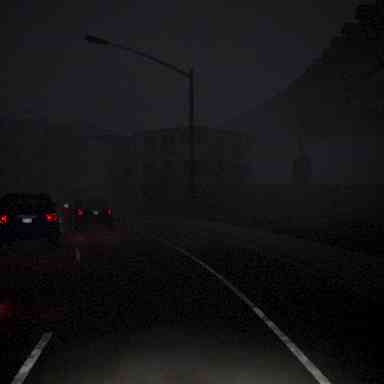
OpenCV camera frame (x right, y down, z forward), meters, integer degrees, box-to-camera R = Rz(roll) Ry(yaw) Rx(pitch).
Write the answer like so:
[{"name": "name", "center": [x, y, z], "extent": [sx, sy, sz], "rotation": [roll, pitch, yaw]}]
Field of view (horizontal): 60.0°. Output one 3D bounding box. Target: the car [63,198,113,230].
[{"name": "car", "center": [-6.257, 1.110, 19.460], "extent": [2.097, 1.767, 4.553], "rotation": [-1, 1, -32]}]

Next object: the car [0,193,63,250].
[{"name": "car", "center": [-6.859, 1.048, 13.883], "extent": [2.150, 2.045, 5.566], "rotation": [0, 1, -26]}]
